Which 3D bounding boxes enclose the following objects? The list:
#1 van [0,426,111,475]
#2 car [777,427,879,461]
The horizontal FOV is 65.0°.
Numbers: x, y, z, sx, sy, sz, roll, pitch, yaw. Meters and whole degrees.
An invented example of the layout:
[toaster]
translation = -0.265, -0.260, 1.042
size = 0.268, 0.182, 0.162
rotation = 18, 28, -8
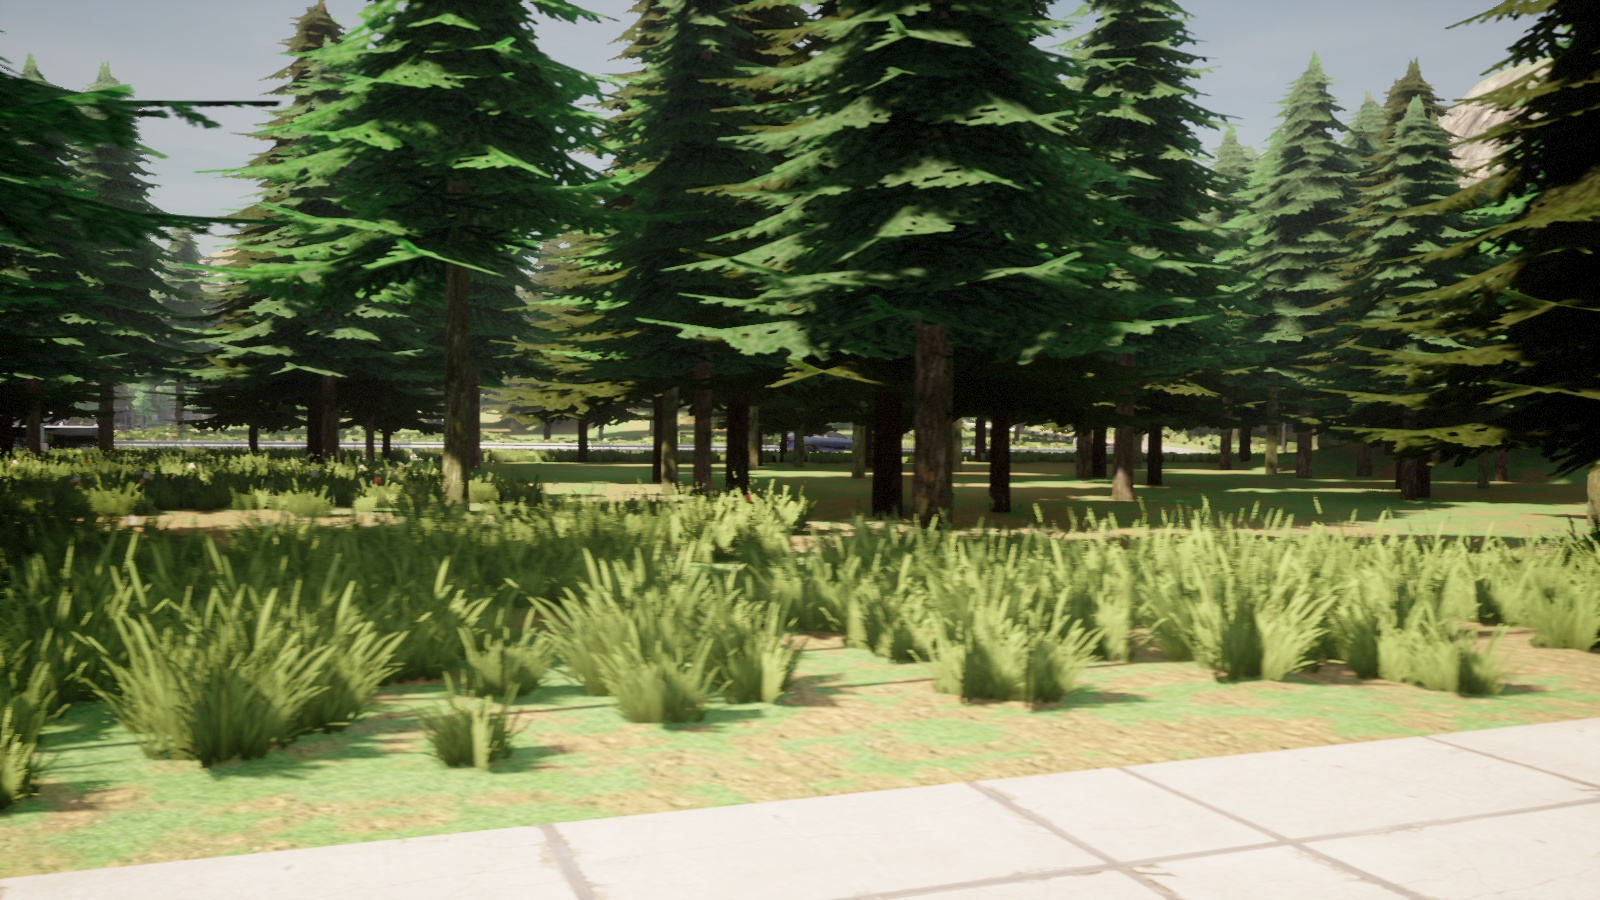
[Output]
[van]
translation = -32.225, -0.004, 53.929
size = 4.480, 2.038, 2.069
rotation = -1, 1, -24
[car]
translation = 1.458, -0.327, 65.137
size = 4.856, 1.649, 2.033
rotation = -1, 1, -23
